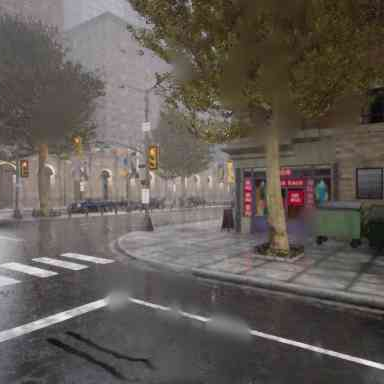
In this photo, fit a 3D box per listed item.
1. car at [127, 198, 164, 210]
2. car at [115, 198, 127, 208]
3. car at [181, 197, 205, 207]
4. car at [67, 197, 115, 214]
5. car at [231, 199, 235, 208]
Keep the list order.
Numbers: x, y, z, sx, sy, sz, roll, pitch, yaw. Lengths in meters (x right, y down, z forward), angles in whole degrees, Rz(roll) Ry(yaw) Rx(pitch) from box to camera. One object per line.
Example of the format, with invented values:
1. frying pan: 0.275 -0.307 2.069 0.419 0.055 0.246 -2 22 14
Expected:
1. car: -5.639 1.505 42.739 1.837 1.490 4.892 0 0 36
2. car: -10.121 1.595 47.893 1.895 1.301 4.718 0 0 36
3. car: 0.183 1.505 50.778 1.837 1.490 4.892 0 0 36
4. car: -10.931 1.352 35.423 2.097 1.767 4.553 0 0 36
5. car: 7.233 1.505 46.553 1.837 1.490 4.892 0 0 36
